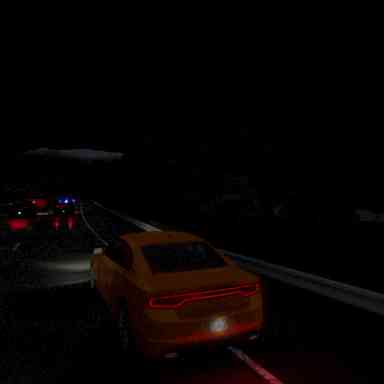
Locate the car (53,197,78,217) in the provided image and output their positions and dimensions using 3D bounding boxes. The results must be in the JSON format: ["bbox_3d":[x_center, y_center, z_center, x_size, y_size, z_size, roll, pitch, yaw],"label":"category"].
[{"bbox_3d":[-12.074,1.492,31.505,2.128,1.511,4.902,0,0,-19],"label":"car"}]

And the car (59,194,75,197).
[{"bbox_3d":[-15.532,1.221,41.396,2.150,2.045,5.566,0,0,-19],"label":"car"}]

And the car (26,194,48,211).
[{"bbox_3d":[-18.692,1.221,39.990,2.150,2.045,5.566,0,0,-19],"label":"car"}]

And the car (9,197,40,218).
[{"bbox_3d":[-15.245,1.505,30.105,1.837,1.490,4.892,0,0,-20],"label":"car"}]

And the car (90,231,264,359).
[{"bbox_3d":[-0.709,1.478,6.309,1.882,1.535,5.008,0,0,-25],"label":"car"}]
